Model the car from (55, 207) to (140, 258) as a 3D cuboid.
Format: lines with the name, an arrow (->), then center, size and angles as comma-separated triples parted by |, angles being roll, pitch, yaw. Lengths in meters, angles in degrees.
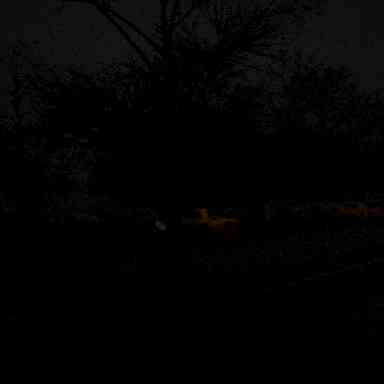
car -> -4.684, 1.486, 12.819 | 5.008, 1.535, 2.097 | -1, 0, 34

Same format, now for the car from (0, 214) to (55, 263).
car -> -7.054, 1.534, 11.071 | 4.792, 1.488, 2.163 | -1, -1, 34

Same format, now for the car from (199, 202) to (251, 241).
car -> -0.085, 1.452, 16.449 | 5.366, 1.575, 1.946 | -1, 0, 33

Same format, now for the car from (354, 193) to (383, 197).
car -> 14.123, 1.220, 27.239 | 4.553, 1.767, 2.185 | -1, 0, 31

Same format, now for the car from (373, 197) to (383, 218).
car -> 11.627, 1.364, 25.502 | 5.366, 1.575, 1.946 | -1, 0, 32

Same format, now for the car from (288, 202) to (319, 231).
car -> 4.793, 1.456, 19.926 | 4.674, 1.452, 2.002 | -1, 0, 33

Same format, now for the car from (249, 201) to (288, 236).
car -> 2.460, 1.308, 18.115 | 4.553, 1.767, 2.185 | -1, 0, 33

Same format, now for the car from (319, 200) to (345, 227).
car -> 7.134, 1.439, 21.739 | 4.674, 1.452, 2.002 | -1, 0, 32

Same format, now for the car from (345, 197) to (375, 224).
car -> 9.623, 1.375, 23.474 | 5.366, 1.575, 1.946 | -1, -1, 32

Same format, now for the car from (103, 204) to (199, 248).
car -> -2.328, 1.344, 14.602 | 4.553, 1.767, 2.185 | -1, -1, 34
